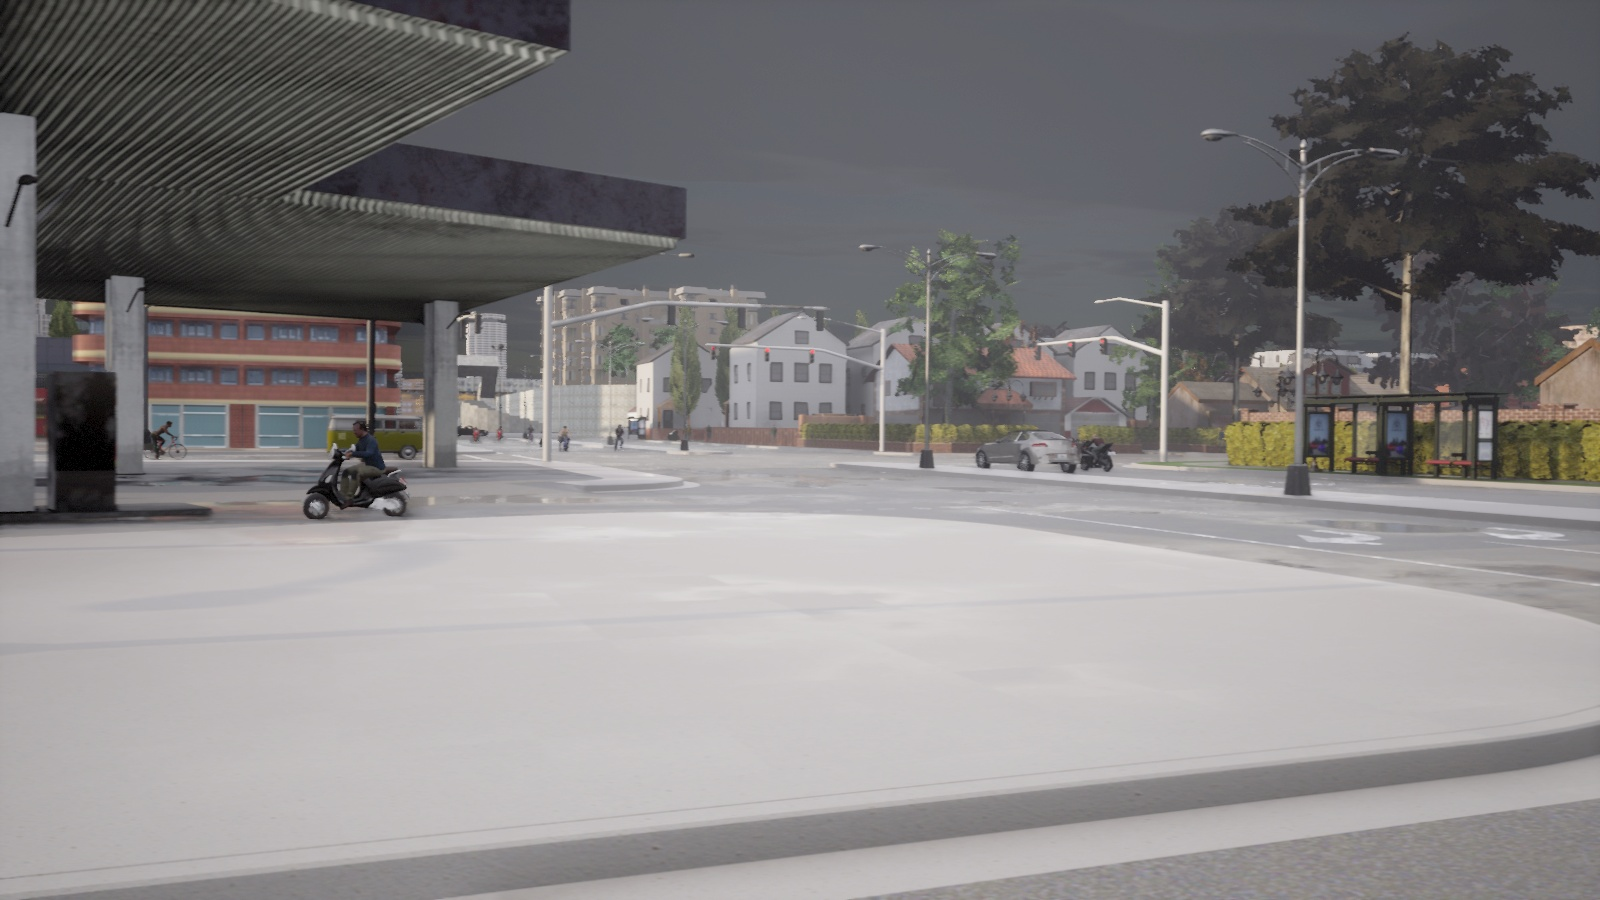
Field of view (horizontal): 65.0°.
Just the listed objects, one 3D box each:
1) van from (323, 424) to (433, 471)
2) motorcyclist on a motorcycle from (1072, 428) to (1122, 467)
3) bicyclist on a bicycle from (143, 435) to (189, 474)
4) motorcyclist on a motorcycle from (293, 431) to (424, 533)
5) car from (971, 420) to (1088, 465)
[{"bbox_3d":[-18.695,-0.154,55.627,4.442,1.987,1.775,-1,1,-23],"label":"van"},{"bbox_3d":[11.928,-0.118,50.481,0.866,1.530,2.191,-1,1,-21],"label":"motorcyclist on a motorcycle"},{"bbox_3d":[-26.496,0.182,52.498,1.656,1.620,0.582,-1,1,-22],"label":"bicyclist on a bicycle"},{"bbox_3d":[-7.253,0.493,20.682,1.817,1.590,0.866,-1,1,-41],"label":"motorcyclist on a motorcycle"},{"bbox_3d":[8.833,-0.313,48.770,2.152,1.651,5.027,-1,1,-21],"label":"car"}]
